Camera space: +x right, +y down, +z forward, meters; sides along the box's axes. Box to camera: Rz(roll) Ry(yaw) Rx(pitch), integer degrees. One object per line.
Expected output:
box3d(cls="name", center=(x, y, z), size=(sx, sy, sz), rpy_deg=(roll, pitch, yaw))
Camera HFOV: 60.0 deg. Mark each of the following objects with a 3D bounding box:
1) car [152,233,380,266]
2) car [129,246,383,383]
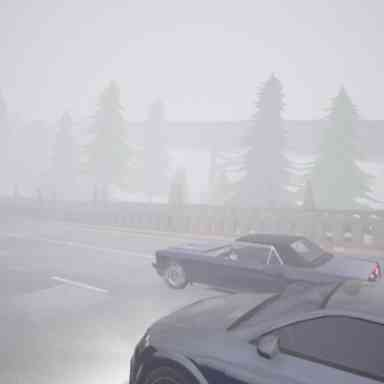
box3d(cls="car", center=(1.371, 1.583, 7.313), size=(4.718, 1.301, 1.895), rpy_deg=(0, 0, 35))
box3d(cls="car", center=(1.405, 1.561, 2.990), size=(4.181, 1.385, 1.994), rpy_deg=(0, 0, 35))
